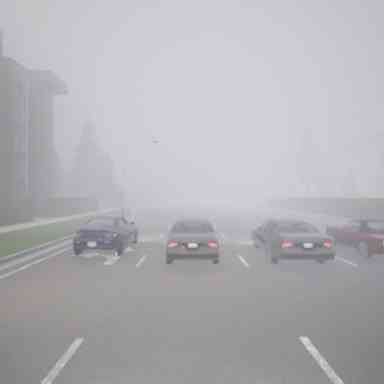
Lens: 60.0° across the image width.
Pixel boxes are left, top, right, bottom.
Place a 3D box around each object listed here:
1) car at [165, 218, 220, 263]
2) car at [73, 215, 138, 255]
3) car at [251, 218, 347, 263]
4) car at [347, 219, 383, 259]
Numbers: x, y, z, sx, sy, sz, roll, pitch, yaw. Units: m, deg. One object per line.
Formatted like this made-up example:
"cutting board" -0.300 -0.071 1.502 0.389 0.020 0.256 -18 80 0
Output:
"car" 0.019 1.677 12.526 2.033 1.411 5.357 0 -1 0
"car" -3.469 1.669 13.889 1.812 1.442 4.674 0 0 1
"car" 3.515 1.677 12.518 2.033 1.411 5.357 0 -1 1
"car" 7.024 1.737 13.240 1.895 1.301 4.718 0 -1 0
